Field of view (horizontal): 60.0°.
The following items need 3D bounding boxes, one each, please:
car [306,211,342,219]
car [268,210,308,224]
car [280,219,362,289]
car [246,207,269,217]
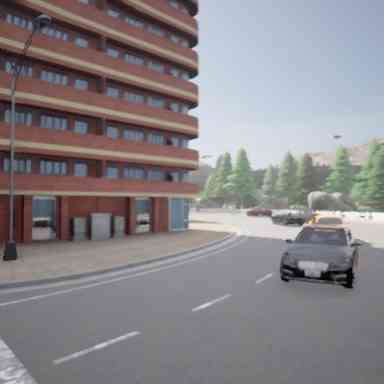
[{"bbox_3d":[8.088,2.113,19.673,1.882,1.535,5.008,-1,-2,15],"label":"car"},{"bbox_3d":[9.514,2.682,33.228,1.895,1.301,4.718,0,-2,-6],"label":"car"},{"bbox_3d":[4.152,1.828,10.428,2.128,1.511,4.902,-1,-2,28],"label":"car"},{"bbox_3d":[10.642,3.204,52.833,1.882,1.535,5.008,1,-2,-29],"label":"car"}]
